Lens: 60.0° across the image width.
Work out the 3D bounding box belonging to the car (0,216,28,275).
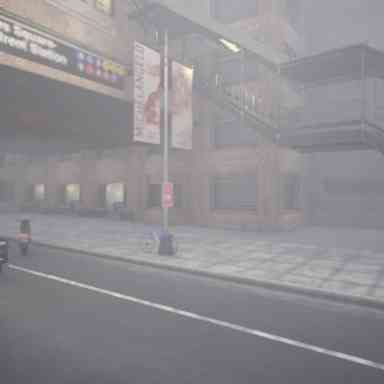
[{"bbox_3d":[-6.719,1.434,8.795,4.902,1.511,2.128,0,0,36],"label":"car"}]
